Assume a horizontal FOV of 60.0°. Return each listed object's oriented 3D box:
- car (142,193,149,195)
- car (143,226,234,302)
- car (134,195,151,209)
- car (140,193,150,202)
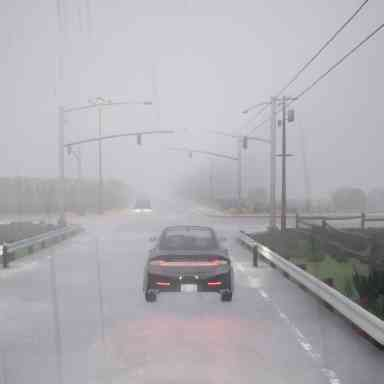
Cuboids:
[{"bbox_3d":[-7.672,1.253,53.588,1.812,1.442,4.674,0,1,-7],"label":"car"},{"bbox_3d":[-0.097,1.614,8.519,2.128,1.511,4.902,0,-2,-1],"label":"car"},{"bbox_3d":[-6.403,1.470,43.465,1.994,1.385,4.181,0,1,-7],"label":"car"},{"bbox_3d":[-9.152,1.022,65.500,1.837,1.490,4.892,0,1,-7],"label":"car"}]
